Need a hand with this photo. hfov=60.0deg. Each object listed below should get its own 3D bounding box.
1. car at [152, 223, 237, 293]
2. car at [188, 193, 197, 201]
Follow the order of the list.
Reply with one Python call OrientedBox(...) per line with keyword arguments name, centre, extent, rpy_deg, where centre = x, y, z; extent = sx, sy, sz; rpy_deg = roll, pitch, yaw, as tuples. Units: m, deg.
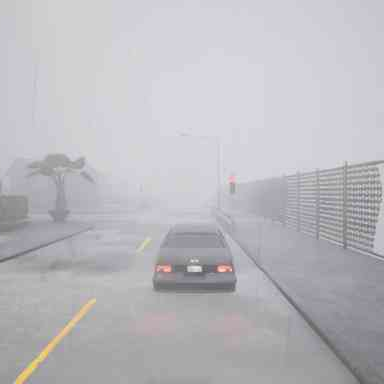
OrientedBox(name="car", centre=(0.072, 1.547, 8.996), extent=(2.033, 1.411, 5.357), rpy_deg=(0, 0, 1))
OrientedBox(name="car", centre=(0.082, 1.225, 87.099), extent=(2.150, 2.045, 5.566), rpy_deg=(0, 0, 0))
